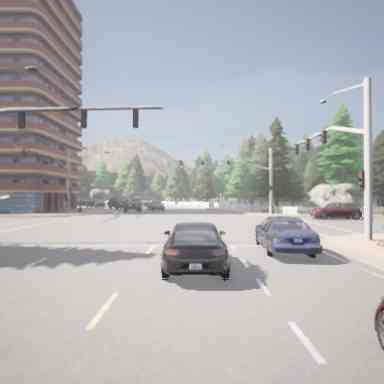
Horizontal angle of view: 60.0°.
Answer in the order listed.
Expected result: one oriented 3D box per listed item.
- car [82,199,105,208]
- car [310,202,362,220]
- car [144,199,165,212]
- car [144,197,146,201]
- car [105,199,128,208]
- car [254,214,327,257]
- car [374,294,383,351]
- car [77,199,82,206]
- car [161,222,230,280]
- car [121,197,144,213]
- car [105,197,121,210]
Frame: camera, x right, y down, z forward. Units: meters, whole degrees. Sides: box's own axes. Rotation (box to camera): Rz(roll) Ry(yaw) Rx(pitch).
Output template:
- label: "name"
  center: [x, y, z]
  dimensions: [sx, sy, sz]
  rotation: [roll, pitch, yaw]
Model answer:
- label: "car"
  center: [-18.423, 2.076, 63.669]
  dimensions: [4.553, 1.767, 2.097]
  rotation: [-1, -1, 43]
- label: "car"
  center: [14.005, 1.782, 32.634]
  dimensions: [4.553, 1.767, 2.097]
  rotation: [0, -1, 0]
- label: "car"
  center: [-5.206, 2.054, 48.175]
  dimensions: [1.837, 1.490, 4.892]
  rotation: [0, -1, -17]
- label: "car"
  center: [-8.926, 1.871, 56.963]
  dimensions: [2.150, 2.045, 5.566]
  rotation: [0, -1, -31]
- label: "car"
  center: [-14.714, 2.232, 65.011]
  dimensions: [2.128, 1.511, 4.902]
  rotation: [1, -1, -44]
- label: "car"
  center: [3.742, 1.705, 13.657]
  dimensions: [2.033, 1.411, 5.357]
  rotation: [0, -1, 4]
- label: "car"
  center: [3.591, 1.562, 2.980]
  dimensions: [1.812, 1.442, 4.674]
  rotation: [0, -1, 0]
- label: "car"
  center: [-22.802, 2.311, 71.290]
  dimensions: [4.892, 1.490, 1.837]
  rotation: [0, -1, 31]
- label: "car"
  center: [0.095, 1.644, 10.246]
  dimensions: [1.812, 1.442, 4.674]
  rotation: [0, -1, 0]
- label: "car"
  center: [-8.356, 1.749, 46.269]
  dimensions: [2.150, 2.045, 5.566]
  rotation: [0, -1, -14]
- label: "car"
  center: [-12.298, 1.858, 55.856]
  dimensions: [2.150, 2.045, 5.566]
  rotation: [0, -1, -31]
